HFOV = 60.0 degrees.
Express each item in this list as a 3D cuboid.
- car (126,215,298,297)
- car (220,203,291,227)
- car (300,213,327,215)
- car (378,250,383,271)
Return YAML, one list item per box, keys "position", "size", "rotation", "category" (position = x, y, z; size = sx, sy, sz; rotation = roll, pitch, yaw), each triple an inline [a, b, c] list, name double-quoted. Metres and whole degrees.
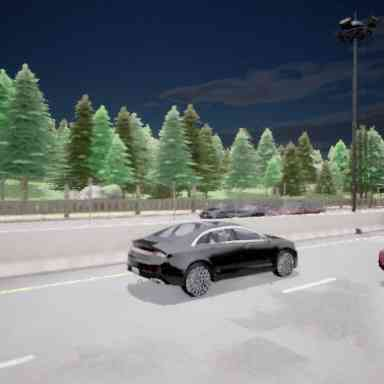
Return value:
- position: [0.745, 1.502, 8.611]
  size: [4.902, 1.511, 2.128]
  rotation: [0, 0, -36]
  category: "car"
- position: [4.752, 1.622, 24.594]
  size: [5.357, 1.411, 2.033]
  rotation: [0, 0, -36]
  category: "car"
- position: [6.830, 1.342, 21.775]
  size: [4.553, 1.767, 2.097]
  rotation: [0, 0, -36]
  category: "car"
- position: [6.960, 1.661, 8.789]
  size: [4.718, 1.301, 1.895]
  rotation: [0, 0, -36]
  category: "car"
